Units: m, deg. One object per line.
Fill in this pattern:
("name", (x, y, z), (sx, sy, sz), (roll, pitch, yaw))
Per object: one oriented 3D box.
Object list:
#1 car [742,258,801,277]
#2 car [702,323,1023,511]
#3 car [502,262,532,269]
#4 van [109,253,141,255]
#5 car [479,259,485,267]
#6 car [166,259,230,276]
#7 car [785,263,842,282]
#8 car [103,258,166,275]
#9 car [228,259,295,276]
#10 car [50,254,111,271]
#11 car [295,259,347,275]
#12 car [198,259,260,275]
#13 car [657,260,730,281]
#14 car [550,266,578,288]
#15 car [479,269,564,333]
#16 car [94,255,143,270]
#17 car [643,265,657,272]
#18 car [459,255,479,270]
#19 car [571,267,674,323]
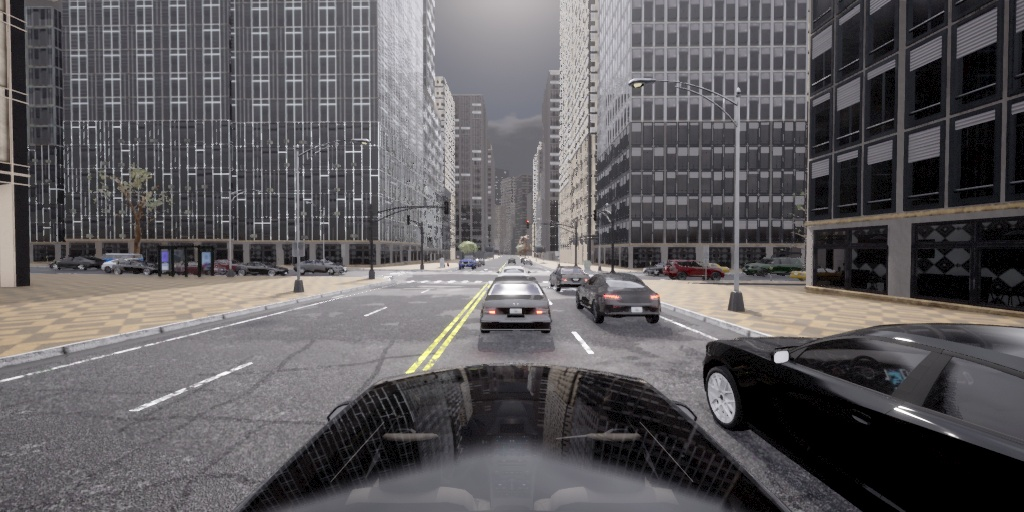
("car", (27.438, 1.181, 37.724), (5.566, 2.045, 2.150), (1, 1, 1))
("car", (3.345, 1.227, 2.560), (1.882, 1.535, 5.008), (0, 0, 0))
("car", (0.092, 1.266, 20.228), (1.812, 1.442, 4.674), (0, 0, 0))
("van", (-45.304, 0.605, 41.609), (3.998, 1.789, 1.690), (0, 0, 1))
("car", (-6.591, 1.193, 63.788), (2.128, 1.511, 4.902), (0, 0, 0))
("car", (-28.429, 1.138, 32.782), (4.207, 1.307, 1.802), (0, 0, 1))
("car", (27.629, 1.578, 31.949), (4.829, 1.417, 1.751), (0, 0, 1))
("car", (-34.109, 1.069, 32.953), (4.313, 1.339, 1.948), (0, 0, 1))
("car", (-22.745, 1.173, 32.652), (4.313, 1.339, 1.948), (0, 0, 1))
("car", (-47.162, 0.794, 39.042), (4.892, 1.490, 1.837), (1, 1, 1))
("car", (-18.814, 1.091, 35.279), (4.902, 1.511, 2.128), (1, 1, 1))
("car", (-27.910, 1.042, 35.460), (4.674, 1.442, 1.812), (1, 1, 1))
("car", (16.181, 1.268, 32.141), (5.009, 1.841, 2.192), (0, 0, 1))
("car", (3.344, 1.287, 21.317), (2.033, 1.411, 5.357), (0, 0, 0))
("car", (0.098, 1.294, 10.637), (2.033, 1.411, 5.357), (0, 0, 0))
("car", (-37.960, 0.951, 35.668), (4.674, 1.442, 1.812), (1, 1, 2))
("car", (16.431, 1.353, 37.916), (4.902, 1.511, 2.128), (1, 1, 1))
("car", (-6.620, 0.935, 53.870), (2.150, 2.045, 5.566), (0, 0, 0))
("car", (3.347, 1.271, 11.906), (1.812, 1.442, 4.674), (0, 0, 0))
